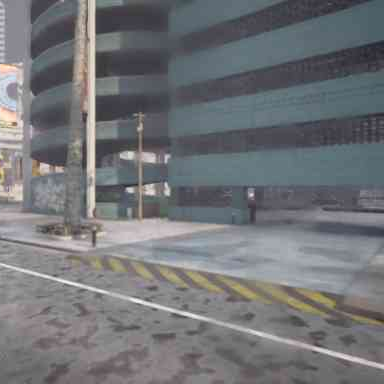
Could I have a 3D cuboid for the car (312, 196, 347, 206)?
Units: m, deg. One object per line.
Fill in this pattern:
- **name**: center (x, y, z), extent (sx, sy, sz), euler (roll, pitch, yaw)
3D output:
- **car**: center (19.721, 1.289, 47.930), extent (4.674, 1.452, 2.002), euler (0, 0, 36)
